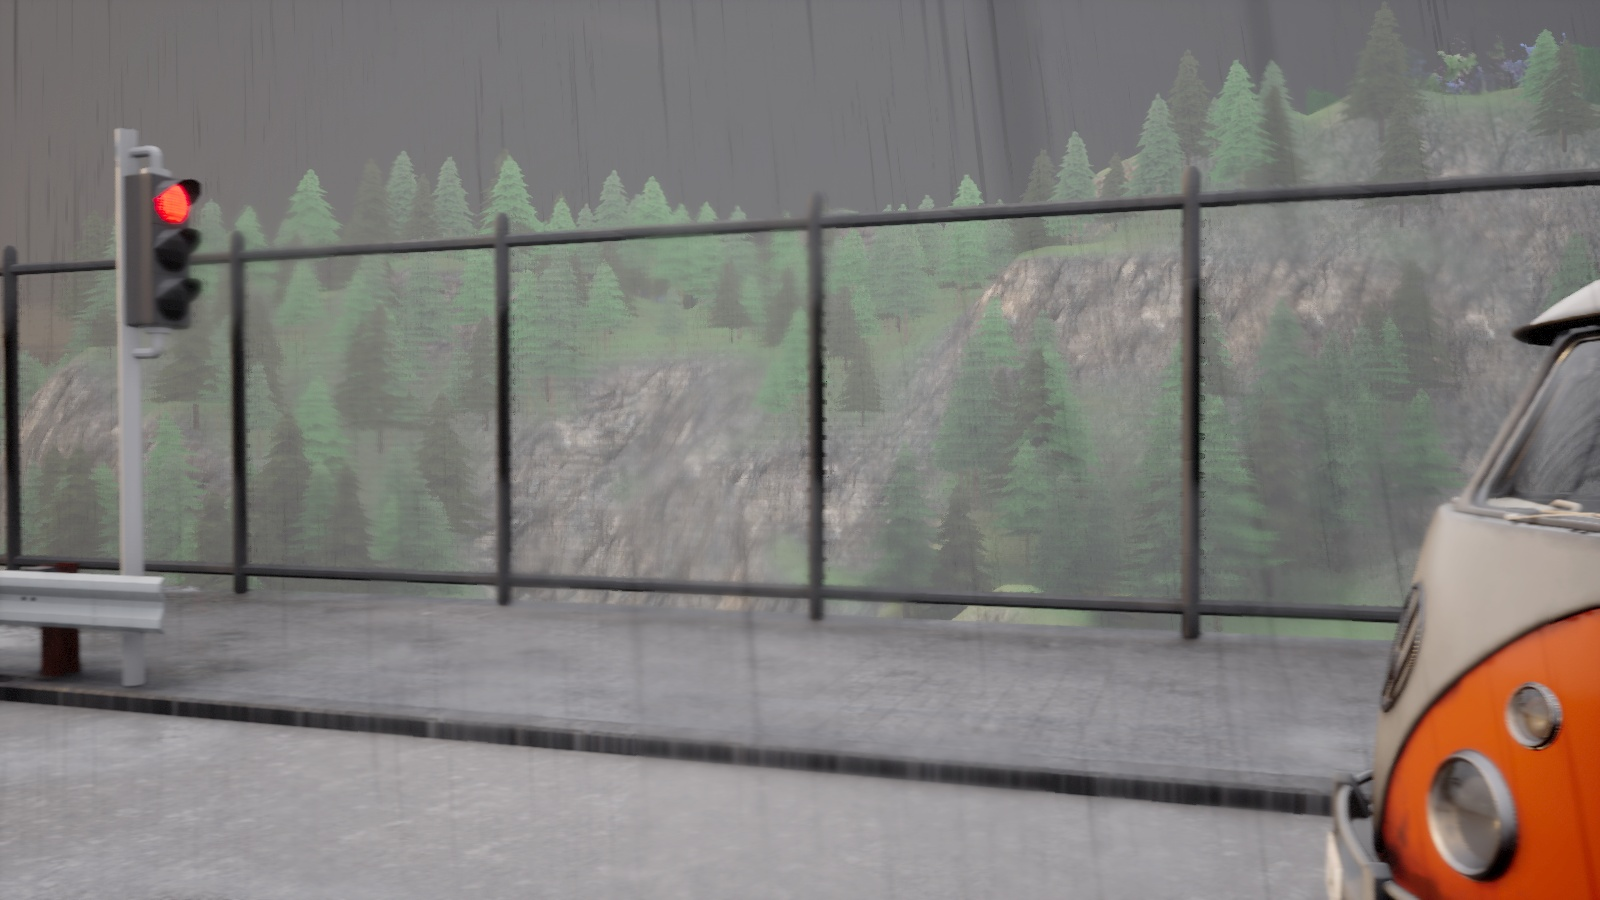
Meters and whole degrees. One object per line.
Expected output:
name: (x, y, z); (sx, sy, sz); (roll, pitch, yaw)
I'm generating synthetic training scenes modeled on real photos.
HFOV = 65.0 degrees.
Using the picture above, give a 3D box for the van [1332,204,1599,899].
van: (3.555, 0.552, 2.518); (4.442, 1.987, 1.775); (1, 1, 19)
